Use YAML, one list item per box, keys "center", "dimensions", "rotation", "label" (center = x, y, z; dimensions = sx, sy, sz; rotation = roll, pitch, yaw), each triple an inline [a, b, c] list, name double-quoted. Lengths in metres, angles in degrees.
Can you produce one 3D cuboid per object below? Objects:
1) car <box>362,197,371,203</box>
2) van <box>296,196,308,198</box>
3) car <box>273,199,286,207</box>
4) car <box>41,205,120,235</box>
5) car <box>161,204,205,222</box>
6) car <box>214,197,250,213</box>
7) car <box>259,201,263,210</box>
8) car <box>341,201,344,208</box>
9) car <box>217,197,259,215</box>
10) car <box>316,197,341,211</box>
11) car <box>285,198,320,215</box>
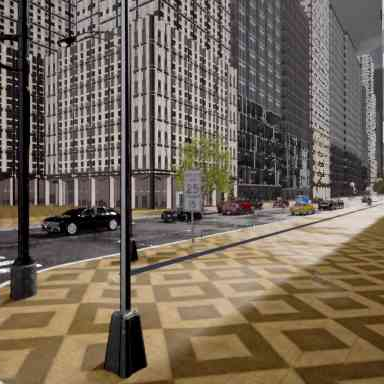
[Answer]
- center: [40.880, 1.850, 77.730]
  dimensions: [1.947, 1.339, 4.313]
  rotation: [0, 0, 35]
  label: "car"
- center: [21.061, 1.606, 63.705]
  dimensions: [1.690, 1.788, 3.998]
  rotation: [0, 0, 35]
  label: "van"
- center: [14.604, 1.816, 54.312]
  dimensions: [1.802, 1.307, 4.206]
  rotation: [0, 0, 35]
  label: "car"
- center: [-6.273, 1.577, 19.387]
  dimensions: [1.837, 1.490, 4.892]
  rotation: [0, 0, 35]
  label: "car"
- center: [-0.674, 1.679, 27.512]
  dimensions: [1.994, 1.385, 4.181]
  rotation: [0, 0, 35]
  label: "car"
- center: [4.918, 1.494, 40.233]
  dimensions: [2.192, 1.841, 5.009]
  rotation: [-1, -1, 35]
  label: "car"
- center: [8.147, 1.764, 44.924]
  dimensions: [1.947, 1.339, 4.313]
  rotation: [0, 0, 35]
  label: "car"
- center: [21.509, 1.753, 49.564]
  dimensions: [2.008, 1.369, 4.403]
  rotation: [0, 0, 35]
  label: "car"
- center: [4.985, 1.507, 35.727]
  dimensions: [2.097, 1.767, 4.553]
  rotation: [0, 0, 34]
  label: "car"
- center: [18.281, 1.751, 44.870]
  dimensions: [1.947, 1.339, 4.313]
  rotation: [0, 0, 35]
  label: "car"
- center: [11.920, 1.673, 35.622]
  dimensions: [1.752, 1.417, 4.829]
  rotation: [0, 0, 35]
  label: "car"
